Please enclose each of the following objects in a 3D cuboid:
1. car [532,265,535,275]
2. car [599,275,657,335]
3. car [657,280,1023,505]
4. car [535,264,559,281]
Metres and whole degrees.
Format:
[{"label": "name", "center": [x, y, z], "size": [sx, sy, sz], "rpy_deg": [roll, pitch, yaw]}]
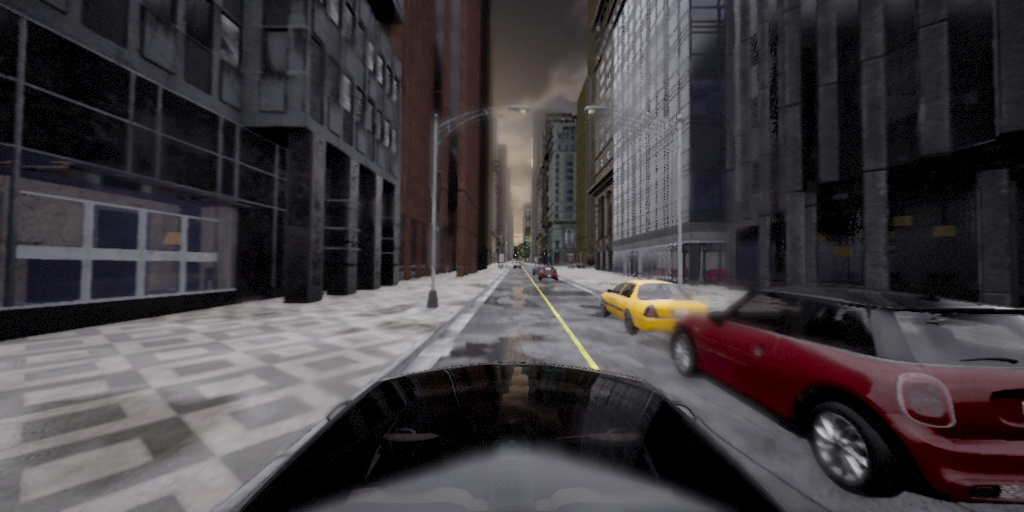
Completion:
[{"label": "car", "center": [3.690, 1.823, 48.249], "size": [2.128, 1.511, 4.902], "rpy_deg": [1, -1, 1]}, {"label": "car", "center": [4.011, 1.355, 10.958], "size": [1.801, 1.575, 5.366], "rpy_deg": [1, -1, 1]}, {"label": "car", "center": [3.915, 1.178, 4.739], "size": [2.097, 1.767, 4.553], "rpy_deg": [1, -1, 1]}, {"label": "car", "center": [3.573, 1.713, 36.244], "size": [1.812, 1.442, 4.674], "rpy_deg": [1, -1, 1]}]
